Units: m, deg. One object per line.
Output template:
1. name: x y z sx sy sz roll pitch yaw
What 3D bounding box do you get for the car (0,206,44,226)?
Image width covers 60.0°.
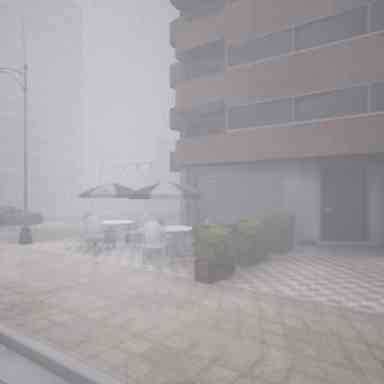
1. car: -12.323 1.667 22.599 1.994 1.385 4.181 0 0 35
